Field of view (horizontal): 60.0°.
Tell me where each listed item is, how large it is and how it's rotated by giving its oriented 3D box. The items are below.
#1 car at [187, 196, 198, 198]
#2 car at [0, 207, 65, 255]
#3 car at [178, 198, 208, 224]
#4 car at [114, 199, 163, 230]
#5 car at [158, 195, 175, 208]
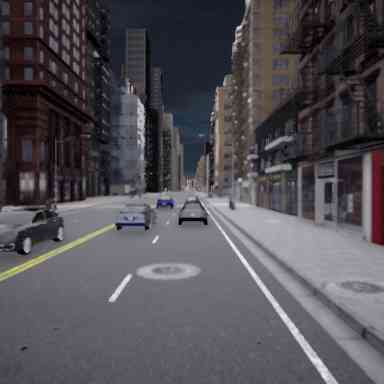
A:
[{"bbox_3d":[0.099,1.207,40.550,1.812,1.442,4.674,0,1,0],"label":"car"},{"bbox_3d":[-6.552,1.401,12.936,1.837,1.490,4.892,0,0,0],"label":"car"},{"bbox_3d":[0.072,1.380,22.977,1.994,1.385,4.181,0,1,0],"label":"car"},{"bbox_3d":[-3.196,1.388,19.796,2.033,1.411,5.357,0,0,1],"label":"car"},{"bbox_3d":[-3.150,1.159,40.483,1.882,1.535,5.008,0,1,0],"label":"car"}]
